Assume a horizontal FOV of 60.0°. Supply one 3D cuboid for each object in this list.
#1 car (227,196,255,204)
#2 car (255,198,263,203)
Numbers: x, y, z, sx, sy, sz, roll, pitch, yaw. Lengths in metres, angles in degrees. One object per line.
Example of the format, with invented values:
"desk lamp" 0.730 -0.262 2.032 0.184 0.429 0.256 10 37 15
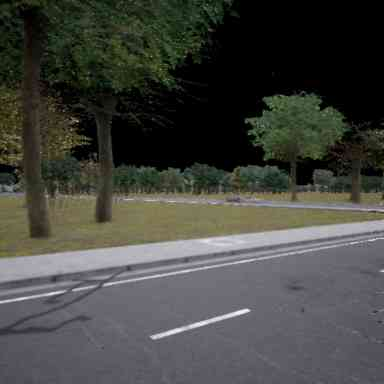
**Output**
"car" 8.660 1.403 61.626 2.128 1.511 4.902 0 0 -36
"car" 11.347 1.516 63.502 1.895 1.301 4.718 0 0 -36
